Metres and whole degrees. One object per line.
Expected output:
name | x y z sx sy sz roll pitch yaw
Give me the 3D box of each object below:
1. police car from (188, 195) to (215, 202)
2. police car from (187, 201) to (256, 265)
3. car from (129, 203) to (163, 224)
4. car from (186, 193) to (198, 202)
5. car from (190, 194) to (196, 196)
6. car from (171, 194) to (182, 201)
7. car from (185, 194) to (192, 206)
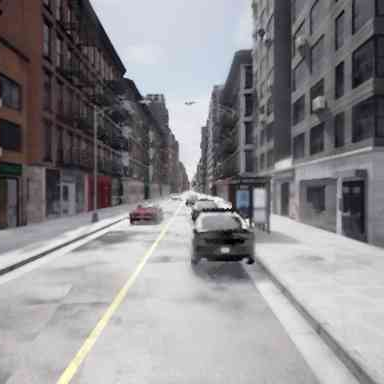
police car | 0.895 1.267 21.542 1.930 1.638 5.238 0 0 0
police car | 0.897 1.339 11.542 1.930 1.638 5.238 0 0 0
car | -3.104 1.432 23.029 1.895 1.301 4.718 0 0 0
car | -0.012 1.039 61.626 2.128 1.511 4.902 0 0 0
car | 0.894 1.254 27.622 1.801 1.575 5.366 0 0 0
car | -3.035 1.044 64.781 1.812 1.442 4.674 0 0 1
car | 0.002 1.199 47.880 2.033 1.411 5.357 0 0 0
